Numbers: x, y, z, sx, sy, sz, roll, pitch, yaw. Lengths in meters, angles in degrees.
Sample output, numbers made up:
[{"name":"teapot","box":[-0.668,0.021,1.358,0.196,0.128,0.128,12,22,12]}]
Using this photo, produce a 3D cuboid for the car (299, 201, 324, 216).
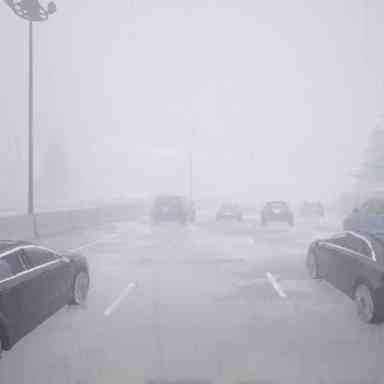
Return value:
[{"name":"car","box":[11.305,1.549,31.499,2.128,1.511,4.902,0,0,14]}]

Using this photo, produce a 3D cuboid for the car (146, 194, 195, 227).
[{"name":"car","box":[-1.181,1.264,23.553,2.150,2.045,5.566,0,0,10]}]

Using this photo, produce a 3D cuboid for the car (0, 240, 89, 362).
[{"name":"car","box":[-3.177,1.501,5.198,2.128,1.511,4.902,0,0,2]}]

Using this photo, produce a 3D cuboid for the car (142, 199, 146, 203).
[{"name":"car","box":[-4.960,1.304,50.630,2.150,2.045,5.566,0,0,20]}]

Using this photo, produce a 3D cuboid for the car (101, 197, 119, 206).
[{"name":"car","box":[-11.693,1.605,52.580,1.837,1.490,4.892,0,-1,20]}]

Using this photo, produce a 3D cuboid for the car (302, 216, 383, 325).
[{"name":"car","box":[3.926,1.504,7.061,2.128,1.511,4.902,0,0,3]}]

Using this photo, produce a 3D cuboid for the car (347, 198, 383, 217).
[{"name":"car","box":[7.942,1.246,13.224,2.150,2.045,5.566,0,0,7]}]

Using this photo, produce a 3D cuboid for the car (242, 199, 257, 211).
[{"name":"car","box":[6.759,1.601,41.016,1.812,1.442,4.674,0,0,18]}]

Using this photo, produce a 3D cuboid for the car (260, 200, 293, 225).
[{"name":"car","box":[6.151,1.397,24.509,2.097,1.767,4.553,0,0,11]}]

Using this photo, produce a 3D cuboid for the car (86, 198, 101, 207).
[{"name":"car","box":[-15.069,1.662,53.530,1.994,1.385,4.181,0,0,20]}]

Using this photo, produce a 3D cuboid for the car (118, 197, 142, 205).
[{"name":"car","box":[-8.726,1.599,50.470,1.837,1.490,4.892,0,-1,20]}]

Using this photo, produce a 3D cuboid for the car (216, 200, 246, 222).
[{"name":"car","box":[3.153,1.614,27.345,1.994,1.385,4.181,0,0,11]}]
